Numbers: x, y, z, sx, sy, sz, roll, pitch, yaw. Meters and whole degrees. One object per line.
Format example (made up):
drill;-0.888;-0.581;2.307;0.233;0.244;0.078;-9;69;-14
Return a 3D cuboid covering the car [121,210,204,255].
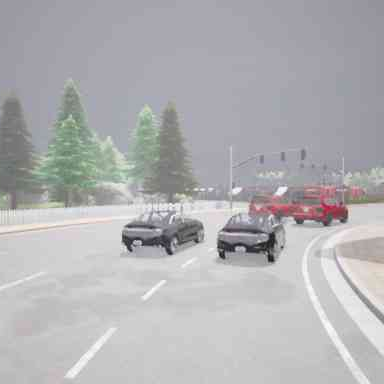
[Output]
car;-0.964;1.493;13.446;2.128;1.511;4.902;0;0;21

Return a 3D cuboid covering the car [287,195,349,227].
car;9.097;1.256;23.303;2.150;2.045;5.566;0;0;42

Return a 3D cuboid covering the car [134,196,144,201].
car;-12.359;1.589;77.660;1.994;1.385;4.181;0;0;-34

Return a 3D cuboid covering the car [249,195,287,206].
car;6.496;1.256;25.646;2.150;2.045;5.566;0;0;42

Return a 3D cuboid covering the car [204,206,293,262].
car;2.307;1.493;12.202;2.128;1.511;4.902;0;0;21
